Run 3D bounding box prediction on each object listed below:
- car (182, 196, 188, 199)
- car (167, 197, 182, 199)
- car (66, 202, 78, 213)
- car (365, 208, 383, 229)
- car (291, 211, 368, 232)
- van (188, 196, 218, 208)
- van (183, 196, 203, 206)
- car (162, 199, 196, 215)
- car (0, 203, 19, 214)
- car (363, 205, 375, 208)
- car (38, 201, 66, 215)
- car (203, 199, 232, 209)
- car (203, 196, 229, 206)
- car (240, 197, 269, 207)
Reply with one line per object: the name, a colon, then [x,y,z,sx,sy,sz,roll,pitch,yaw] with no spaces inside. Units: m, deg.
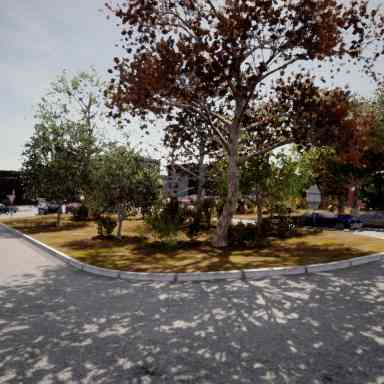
car: [-2.306,1.882,66.977,2.185,1.767,4.553,1,0,-36]
car: [-4.802,1.981,65.449,1.946,1.575,5.366,1,0,-36]
car: [-14.968,2.069,42.849,2.002,1.452,4.674,-1,0,-36]
car: [13.072,2.027,23.562,5.357,1.411,2.033,-1,-3,44]
car: [9.214,1.991,23.169,1.895,1.301,4.718,3,-3,-38]
van: [1.871,1.754,55.053,1.878,1.987,4.442,1,0,-36]
van: [0.211,1.818,68.680,1.878,1.987,4.442,1,-1,-36]
car: [-1.335,2.037,37.989,2.097,1.767,4.553,3,-2,-35]
car: [-24.673,2.136,42.068,4.892,1.490,1.837,-1,1,-35]
car: [34.592,2.368,61.959,2.150,2.045,5.566,2,-1,-14]
car: [-17.517,1.931,40.962,2.185,1.767,4.553,-1,0,-35]
car: [4.315,1.999,56.437,1.946,1.575,5.366,1,0,-36]
car: [5.185,1.887,72.370,2.435,2.045,5.566,1,-1,-36]
car: [10.997,1.859,61.501,2.435,2.045,5.566,1,-1,-36]
